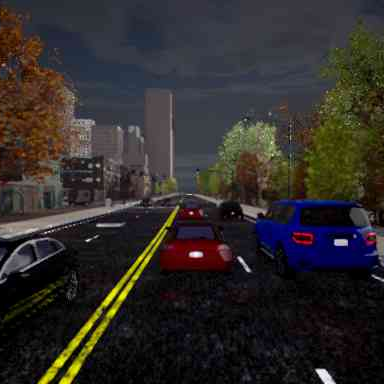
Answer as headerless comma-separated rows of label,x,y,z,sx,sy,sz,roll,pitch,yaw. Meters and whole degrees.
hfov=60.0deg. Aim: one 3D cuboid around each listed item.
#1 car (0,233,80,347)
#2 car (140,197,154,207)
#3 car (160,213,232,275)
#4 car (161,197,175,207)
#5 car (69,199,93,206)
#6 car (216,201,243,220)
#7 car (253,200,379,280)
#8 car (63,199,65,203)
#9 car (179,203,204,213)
car,-3.352,1.500,5.377,2.128,1.511,4.902,0,0,0
car,-7.085,1.595,52.967,1.837,1.490,4.892,0,-1,-1
car,0.101,1.581,10.550,1.994,1.385,4.181,0,0,0
car,-3.841,1.598,53.526,1.837,1.490,4.892,0,0,-1
car,-20.677,1.921,61.826,4.313,1.339,1.947,-1,1,-1
car,3.164,1.522,28.602,1.882,1.535,5.008,0,0,-1
car,3.352,1.237,10.158,2.150,2.045,5.566,0,0,0
car,-29.147,1.933,70.202,4.403,1.369,2.008,-1,1,-1
car,-0.073,1.608,27.736,1.994,1.385,4.181,0,0,-1
